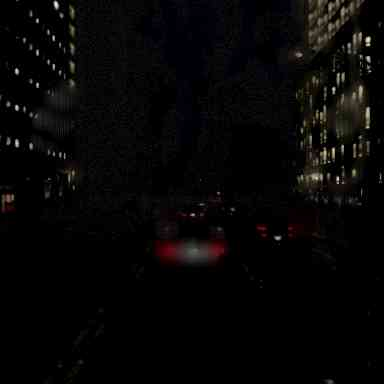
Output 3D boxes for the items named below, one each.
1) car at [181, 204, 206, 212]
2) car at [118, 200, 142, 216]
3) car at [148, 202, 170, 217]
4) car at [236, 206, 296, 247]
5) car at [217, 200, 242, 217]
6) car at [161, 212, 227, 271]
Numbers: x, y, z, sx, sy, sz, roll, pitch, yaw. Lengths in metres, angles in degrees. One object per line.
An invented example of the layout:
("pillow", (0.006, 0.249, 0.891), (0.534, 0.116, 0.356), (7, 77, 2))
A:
("car", (0.096, 1.671, 26.005), (2.033, 1.411, 5.357), (0, 0, 1))
("car", (-6.529, 1.670, 35.510), (1.837, 1.490, 4.892), (0, -1, 0))
("car", (-3.287, 1.705, 34.105), (2.033, 1.411, 5.357), (0, 0, 0))
("car", (3.354, 1.600, 15.220), (1.812, 1.442, 4.674), (0, 0, 0))
("car", (3.377, 1.489, 29.379), (2.097, 1.767, 4.553), (0, 0, 0))
("car", (0.064, 1.602, 11.016), (2.033, 1.411, 5.357), (0, 0, 1))
